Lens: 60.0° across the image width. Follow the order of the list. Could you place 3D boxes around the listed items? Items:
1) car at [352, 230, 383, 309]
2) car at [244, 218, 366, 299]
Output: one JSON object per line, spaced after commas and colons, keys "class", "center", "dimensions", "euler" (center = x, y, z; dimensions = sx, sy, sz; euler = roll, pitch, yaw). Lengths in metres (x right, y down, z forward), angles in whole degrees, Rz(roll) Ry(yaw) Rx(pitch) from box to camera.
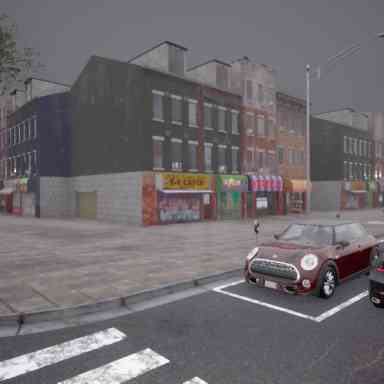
{"class": "car", "center": [5.265, 1.501, 6.801], "dimensions": [4.892, 1.490, 1.837], "euler": [0, 0, -43]}
{"class": "car", "center": [3.130, 1.442, 8.428], "dimensions": [4.097, 1.590, 1.967], "euler": [0, 0, -43]}
